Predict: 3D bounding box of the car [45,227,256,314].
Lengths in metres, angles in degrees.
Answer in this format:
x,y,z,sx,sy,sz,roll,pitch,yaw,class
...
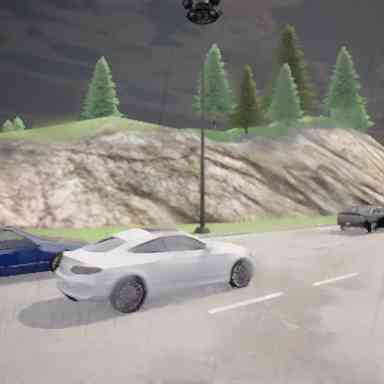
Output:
x,y,z,sx,sy,sz,roll,pitch,yaw,class
-0.615,1.539,7.614,4.674,1.442,1.812,0,0,-35,car

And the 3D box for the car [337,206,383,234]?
x,y,z,sx,sy,sz,roll,pitch,yaw,class
10.671,1.563,19.945,4.902,1.511,2.128,0,0,-35,car

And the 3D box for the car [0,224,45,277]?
x,y,z,sx,sy,sz,roll,pitch,yaw,class
-5.259,1.548,8.605,5.357,1.411,2.033,0,0,-35,car
